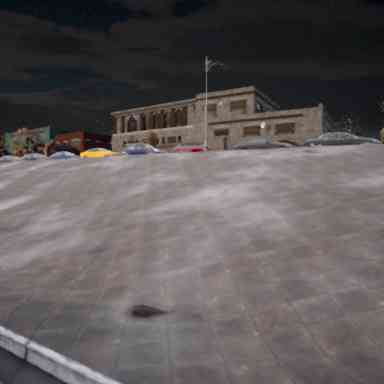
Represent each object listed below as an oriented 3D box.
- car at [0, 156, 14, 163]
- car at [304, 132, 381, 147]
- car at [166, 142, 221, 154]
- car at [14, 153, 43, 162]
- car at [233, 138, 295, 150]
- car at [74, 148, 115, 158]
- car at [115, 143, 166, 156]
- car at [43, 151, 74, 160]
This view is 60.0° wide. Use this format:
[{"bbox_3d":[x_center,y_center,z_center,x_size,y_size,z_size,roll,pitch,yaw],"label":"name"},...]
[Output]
[{"bbox_3d":[-23.074,-3.900,42.735,4.892,1.521,2.231,1,0,34],"label":"car"},{"bbox_3d":[10.293,-3.338,22.989,4.892,1.521,2.231,1,1,27],"label":"car"},{"bbox_3d":[0.597,-3.476,28.056,4.792,1.488,2.163,1,1,29],"label":"car"},{"bbox_3d":[-18.508,-3.839,39.634,4.892,1.521,2.231,1,0,34],"label":"car"},{"bbox_3d":[5.461,-3.383,25.448,4.674,1.452,2.002,1,1,28],"label":"car"},{"bbox_3d":[-9.149,-3.676,33.675,5.008,1.535,2.097,1,1,32],"label":"car"},{"bbox_3d":[-4.396,-3.718,30.858,4.553,1.767,2.185,1,1,31],"label":"car"},{"bbox_3d":[-13.861,-3.720,36.604,4.674,1.452,2.002,1,1,33],"label":"car"}]
